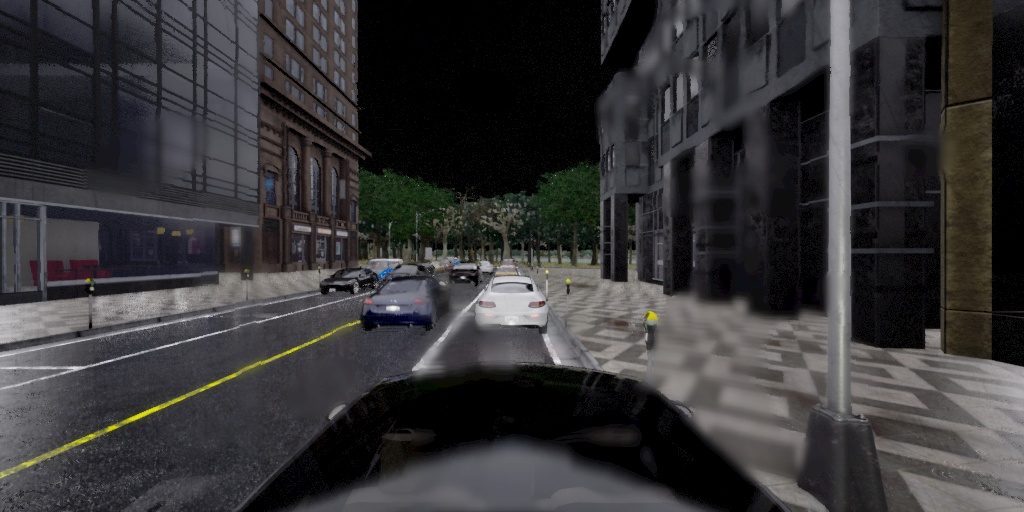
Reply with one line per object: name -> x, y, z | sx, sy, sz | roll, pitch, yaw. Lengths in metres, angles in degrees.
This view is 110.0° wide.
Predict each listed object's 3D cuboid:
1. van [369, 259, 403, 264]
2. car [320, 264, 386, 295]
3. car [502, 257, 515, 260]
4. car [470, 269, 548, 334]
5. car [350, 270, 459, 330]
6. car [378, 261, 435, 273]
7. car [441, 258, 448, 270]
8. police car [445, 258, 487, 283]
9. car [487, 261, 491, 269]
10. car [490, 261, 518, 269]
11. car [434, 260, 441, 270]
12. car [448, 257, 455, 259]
van -> -8.908, 1.093, 25.423 | 1.690, 1.789, 3.998 | 0, 0, 0
car -> -8.908, 1.317, 19.986 | 1.948, 1.339, 4.313 | 0, 0, 0
car -> -0.383, 1.196, 36.298 | 1.967, 1.591, 4.097 | 0, 0, 0
car -> 0.003, 1.276, 10.500 | 1.812, 1.442, 4.674 | 0, 0, 0
car -> -3.047, 1.314, 11.198 | 1.994, 1.385, 4.181 | 0, 0, 0
car -> -6.246, 1.256, 21.554 | 1.837, 1.490, 4.892 | 0, 0, 0
car -> -8.908, 1.284, 41.566 | 1.751, 1.417, 4.829 | 0, 0, 0
police car -> -3.147, 1.178, 25.560 | 1.930, 1.638, 5.238 | 0, 0, 0
car -> -3.045, 1.283, 40.162 | 1.812, 1.442, 4.674 | 0, 0, 0
car -> -0.383, 1.278, 25.593 | 1.751, 1.417, 4.829 | 0, 0, 0
car -> -8.908, 1.322, 36.298 | 1.948, 1.339, 4.313 | 0, 0, 0
car -> -8.908, 1.201, 47.173 | 1.967, 1.591, 4.097 | 0, 0, 0
